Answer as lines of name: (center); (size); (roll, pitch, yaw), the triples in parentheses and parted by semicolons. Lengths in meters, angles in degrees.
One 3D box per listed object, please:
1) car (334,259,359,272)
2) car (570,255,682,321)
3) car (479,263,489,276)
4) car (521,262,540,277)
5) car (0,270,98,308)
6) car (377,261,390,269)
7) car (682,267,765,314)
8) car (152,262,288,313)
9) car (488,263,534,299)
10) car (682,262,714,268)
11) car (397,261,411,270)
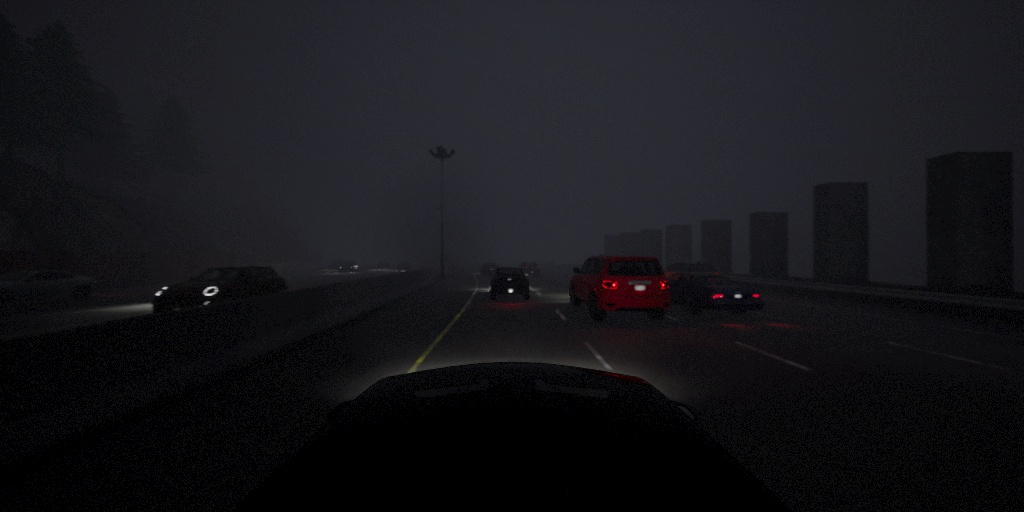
car: (-22.191, 1.415, 48.733); (1.837, 1.490, 4.892); (0, 0, -13)
car: (3.551, 0.997, 12.794); (2.150, 2.045, 5.566); (0, 0, -1)
car: (-2.554, 1.425, 40.699); (1.994, 1.385, 4.181); (0, 0, -10)
car: (1.595, 1.336, 36.978); (2.128, 1.511, 4.902); (0, 0, -9)
car: (-21.315, 1.346, 15.782); (1.812, 1.442, 4.674); (0, 0, -2)
car: (-21.923, 1.556, 61.237); (1.895, 1.301, 4.718); (0, 0, -17)
car: (7.033, 1.320, 13.776); (2.033, 1.411, 5.357); (0, 0, -2)
car: (-10.774, 1.150, 13.685); (2.097, 1.767, 4.553); (0, 0, -2)
car: (-0.187, 1.302, 18.538); (1.837, 1.490, 4.892); (0, 0, -3)
car: (10.158, 1.139, 21.042); (2.097, 1.767, 4.553); (0, 0, -4)
car: (-16.670, 1.449, 55.501); (1.812, 1.442, 4.674); (0, 0, -14)
